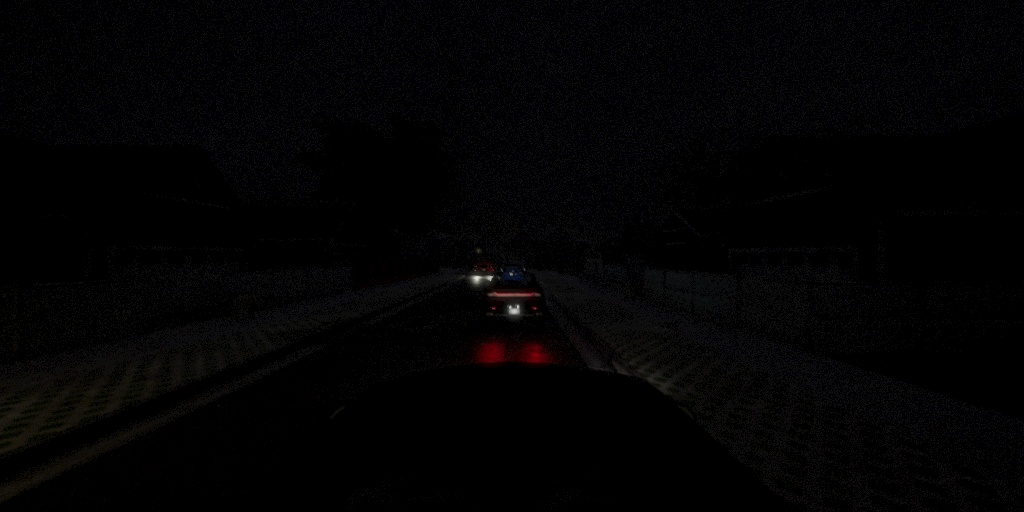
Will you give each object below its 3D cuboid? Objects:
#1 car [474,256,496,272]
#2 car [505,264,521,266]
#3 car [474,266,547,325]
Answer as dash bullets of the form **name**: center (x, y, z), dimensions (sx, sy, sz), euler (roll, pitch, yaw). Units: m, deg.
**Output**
- **car**: center (-2.991, 1.064, 39.639), dimensions (2.150, 2.045, 5.566), euler (0, 0, -2)
- **car**: center (0.087, 1.366, 29.271), dimensions (2.033, 1.411, 5.357), euler (0, 0, 0)
- **car**: center (0.075, 1.268, 12.014), dimensions (2.128, 1.511, 4.902), euler (0, 0, 0)
